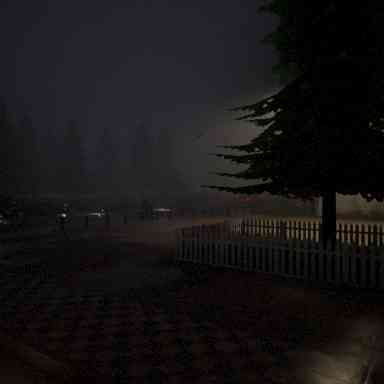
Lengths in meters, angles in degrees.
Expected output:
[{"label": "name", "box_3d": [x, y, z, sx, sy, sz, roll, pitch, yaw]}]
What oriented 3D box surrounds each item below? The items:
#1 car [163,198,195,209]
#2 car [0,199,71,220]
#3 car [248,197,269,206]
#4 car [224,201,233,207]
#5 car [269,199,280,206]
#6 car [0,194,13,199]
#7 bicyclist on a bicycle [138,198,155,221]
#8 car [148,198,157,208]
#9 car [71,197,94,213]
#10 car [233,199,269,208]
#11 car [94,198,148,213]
[{"label": "car", "box_3d": [-1.646, 1.547, 45.649, 2.033, 1.411, 5.357, 0, 0, 36]}, {"label": "car", "box_3d": [-13.660, 1.547, 28.824, 2.033, 1.411, 5.357, 0, 0, 35]}, {"label": "car", "box_3d": [11.540, 1.564, 57.825, 1.994, 1.385, 4.181, 0, 0, 36]}, {"label": "car", "box_3d": [6.661, 1.564, 50.980, 1.994, 1.385, 4.181, 0, 0, 37]}, {"label": "car", "box_3d": [14.342, 1.547, 55.718, 2.033, 1.411, 5.357, 0, 0, 36]}, {"label": "car", "box_3d": [-18.147, 1.222, 28.558, 2.150, 2.045, 5.566, 0, 0, 35]}, {"label": "bicyclist on a bicycle", "box_3d": [-3.355, 1.302, 24.356, 1.656, 1.620, 0.582, 0, 0, 35]}, {"label": "car", "box_3d": [-6.601, 1.526, 44.746, 1.812, 1.442, 4.674, 0, 0, 36]}, {"label": "car", "box_3d": [-12.546, 1.352, 36.412, 2.097, 1.767, 4.553, 0, 0, 36]}, {"label": "car", "box_3d": [8.432, 1.221, 47.417, 2.150, 2.045, 5.566, 0, 0, 36]}, {"label": "car", "box_3d": [-7.815, 1.547, 37.020, 2.033, 1.411, 5.357, 0, 0, 35]}]
